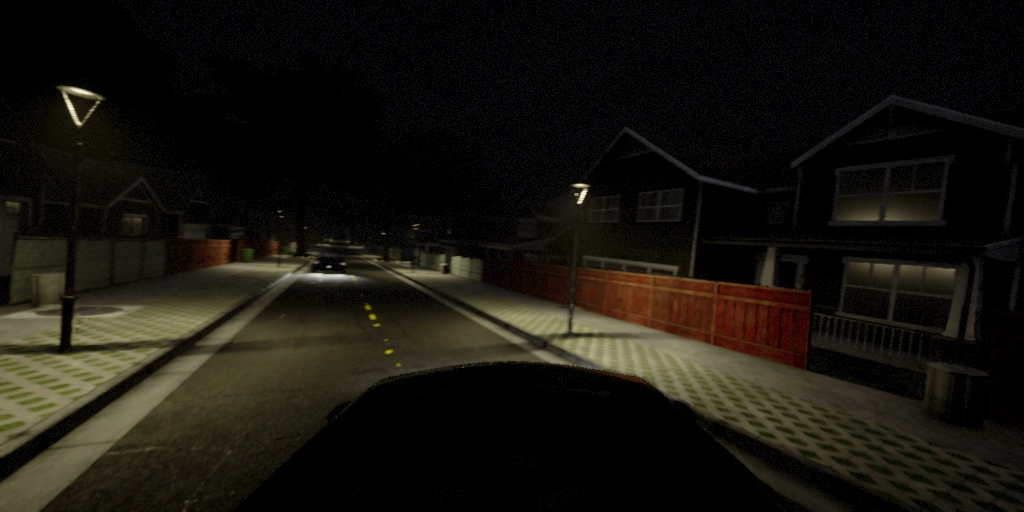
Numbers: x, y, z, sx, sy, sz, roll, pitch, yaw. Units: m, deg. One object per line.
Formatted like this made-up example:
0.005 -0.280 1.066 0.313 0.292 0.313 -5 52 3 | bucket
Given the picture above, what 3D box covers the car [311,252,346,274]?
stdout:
-12.347 0.420 24.302 1.994 1.385 4.181 4 0 -26 | car
